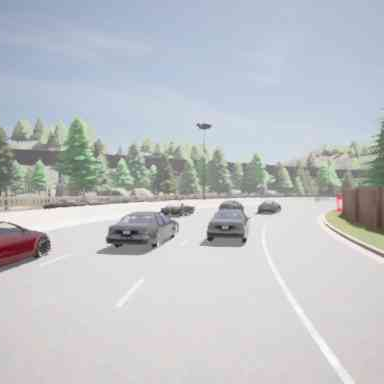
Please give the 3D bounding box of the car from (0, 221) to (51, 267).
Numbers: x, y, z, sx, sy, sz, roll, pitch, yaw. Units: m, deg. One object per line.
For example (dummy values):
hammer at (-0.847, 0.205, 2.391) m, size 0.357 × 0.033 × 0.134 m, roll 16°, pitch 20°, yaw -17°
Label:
car at (-6.113, 1.543, 10.054) m, size 1.994 × 1.385 × 4.181 m, roll 0°, pitch 0°, yaw 6°

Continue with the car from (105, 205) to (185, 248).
car at (-1.979, 1.548, 14.759) m, size 2.033 × 1.411 × 5.357 m, roll 0°, pitch 0°, yaw 10°

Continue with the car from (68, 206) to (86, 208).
car at (-11.139, 1.574, 35.079) m, size 1.895 × 1.301 × 4.718 m, roll 0°, pitch 0°, yaw 20°

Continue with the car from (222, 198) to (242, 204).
car at (4.189, 1.565, 35.238) m, size 1.812 × 1.442 × 4.674 m, roll 0°, pitch 0°, yaw 23°

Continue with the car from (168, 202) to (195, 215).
car at (-1.193, 1.615, 31.212) m, size 1.895 × 1.301 × 4.718 m, roll 0°, pitch 0°, yaw 19°

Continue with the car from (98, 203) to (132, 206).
car at (-7.741, 1.492, 34.069) m, size 1.837 × 1.490 × 4.892 m, roll 0°, pitch 0°, yaw 20°

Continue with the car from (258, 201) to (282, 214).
car at (8.552, 1.623, 36.398) m, size 1.994 × 1.385 × 4.181 m, roll 0°, pitch 0°, yaw 24°

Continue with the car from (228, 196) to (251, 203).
car at (10.069, 1.597, 70.319) m, size 2.033 × 1.411 × 5.357 m, roll 0°, pitch 0°, yaw 41°

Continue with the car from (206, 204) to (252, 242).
car at (1.924, 1.566, 16.632) m, size 2.033 × 1.411 × 5.357 m, roll 0°, pitch 0°, yaw 12°

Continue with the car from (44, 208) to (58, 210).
car at (-14.198, 1.561, 36.877) m, size 1.895 × 1.301 × 4.718 m, roll 0°, pitch 0°, yaw 20°

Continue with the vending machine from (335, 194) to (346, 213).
vending machine at (17.017, 1.293, 38.020) m, size 1.100 × 2.100 × 0.880 m, roll 0°, pitch 0°, yaw 29°
